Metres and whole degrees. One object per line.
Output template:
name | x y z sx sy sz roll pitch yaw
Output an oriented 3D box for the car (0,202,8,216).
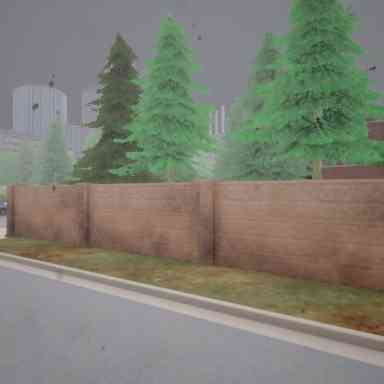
car | -17.472 1.523 33.034 1.812 1.442 4.674 0 0 35
